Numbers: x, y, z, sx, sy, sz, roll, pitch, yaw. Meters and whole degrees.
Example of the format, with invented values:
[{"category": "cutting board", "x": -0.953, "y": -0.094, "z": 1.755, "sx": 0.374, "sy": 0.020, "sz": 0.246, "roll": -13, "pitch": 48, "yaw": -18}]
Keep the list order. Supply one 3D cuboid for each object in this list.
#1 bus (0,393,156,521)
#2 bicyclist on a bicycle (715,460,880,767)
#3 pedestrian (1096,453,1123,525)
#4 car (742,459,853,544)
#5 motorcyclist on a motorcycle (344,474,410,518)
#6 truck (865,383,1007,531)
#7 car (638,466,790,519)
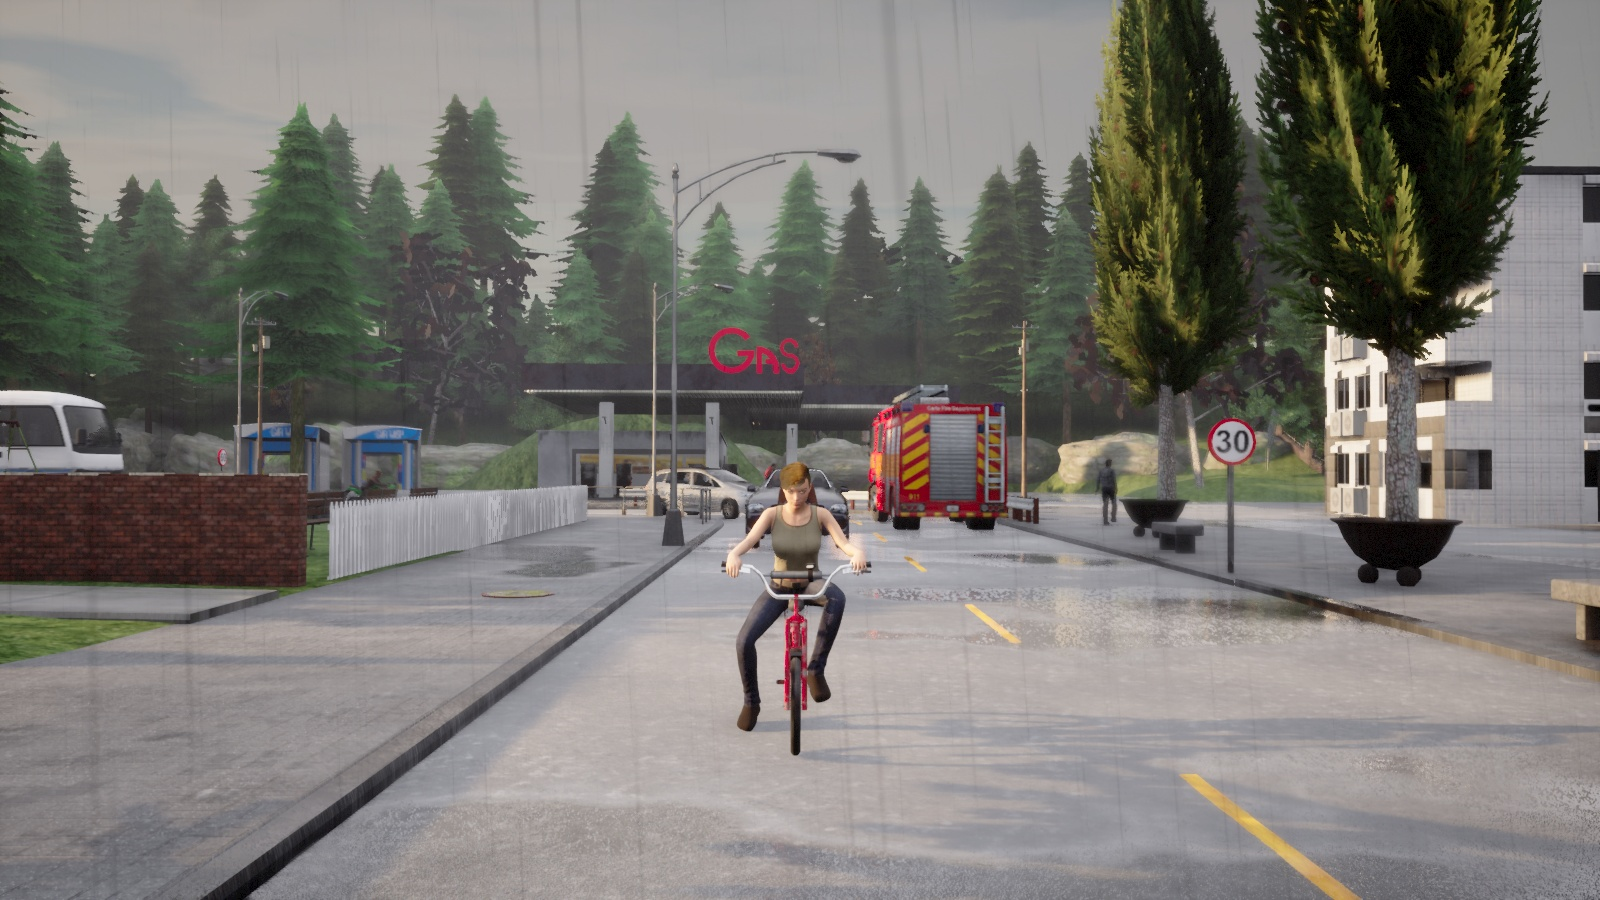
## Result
[{"category": "bus", "x": -28.707, "y": 0.289, "z": 43.969, "sx": 10.273, "sy": 4.253, "sz": 3.944, "roll": 0, "pitch": -1, "yaw": 0}, {"category": "bicyclist on a bicycle", "x": -0.015, "y": 0.875, "z": 7.381, "sx": 0.866, "sy": 1.612, "sz": 1.509, "roll": 0, "pitch": -1, "yaw": 0}, {"category": "pedestrian", "x": 8.584, "y": 1.073, "z": 34.821, "sx": 0.423, "sy": 1.949, "sz": 0.788, "roll": -1, "pitch": -1, "yaw": 40}, {"category": "car", "x": -0.034, "y": 1.047, "z": 27.058, "sx": 2.152, "sy": 1.651, "sz": 5.027, "roll": 0, "pitch": -1, "yaw": 0}, {"category": "motorcyclist on a motorcycle", "x": -14.799, "y": 1.593, "z": 44.004, "sx": 2.044, "sy": 1.523, "sz": 0.797, "roll": 0, "pitch": -1, "yaw": 0}, {"category": "truck", "x": 3.762, "y": 0.253, "z": 36.846, "sx": 2.891, "sy": 3.827, "sz": 8.468, "roll": 0, "pitch": -1, "yaw": -2}, {"category": "car", "x": -2.874, "y": 1.371, "z": 41.755, "sx": 4.611, "sy": 1.667, "sz": 2.242, "roll": -1, "pitch": -1, "yaw": 33}]
